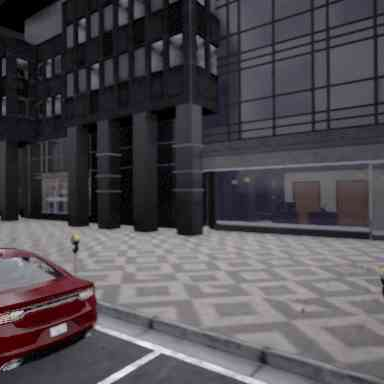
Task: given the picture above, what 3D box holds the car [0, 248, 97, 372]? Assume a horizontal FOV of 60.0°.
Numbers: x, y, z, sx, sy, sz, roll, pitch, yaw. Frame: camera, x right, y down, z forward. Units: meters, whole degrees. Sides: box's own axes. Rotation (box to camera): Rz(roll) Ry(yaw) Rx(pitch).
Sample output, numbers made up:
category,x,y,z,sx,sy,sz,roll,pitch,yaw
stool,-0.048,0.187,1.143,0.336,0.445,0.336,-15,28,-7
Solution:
category,x,y,z,sx,sy,sz,roll,pitch,yaw
car,-3.478,1.604,5.446,4.507,1.381,1.887,-1,0,36
